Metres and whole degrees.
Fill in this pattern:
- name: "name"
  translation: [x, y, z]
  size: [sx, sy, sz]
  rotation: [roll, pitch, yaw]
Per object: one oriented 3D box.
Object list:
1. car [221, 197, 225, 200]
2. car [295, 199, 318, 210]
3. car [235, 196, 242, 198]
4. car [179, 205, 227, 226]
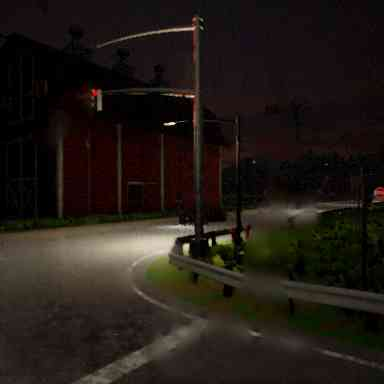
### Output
- name: "car"
  translation: [6.101, 1.808, 77.990]
  size: [1.816, 1.474, 4.193]
  rotation: [0, 0, 36]
- name: "car"
  translation: [15.183, 1.680, 44.157]
  size: [1.994, 1.385, 4.181]
  rotation: [-1, 0, 37]
- name: "car"
  translation: [12.647, 1.830, 89.129]
  size: [1.784, 1.438, 3.905]
  rotation: [0, 0, 36]
- name: "car"
  translation: [0.851, 1.684, 24.803]
  size: [1.994, 1.385, 4.181]
  rotation: [0, 0, 36]
